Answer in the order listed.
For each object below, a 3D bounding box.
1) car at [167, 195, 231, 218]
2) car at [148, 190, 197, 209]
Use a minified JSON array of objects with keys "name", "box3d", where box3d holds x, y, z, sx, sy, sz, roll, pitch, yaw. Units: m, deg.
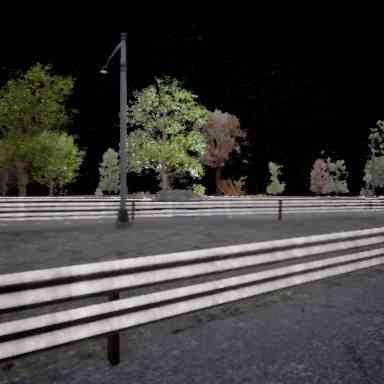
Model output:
[{"name":"car","box3d":[0.800,1.185,25.815,4.674,1.442,1.812,0,0,-22]},{"name":"car","box3d":[-0.624,0.867,29.019,5.566,2.045,2.150,0,0,-22]}]
